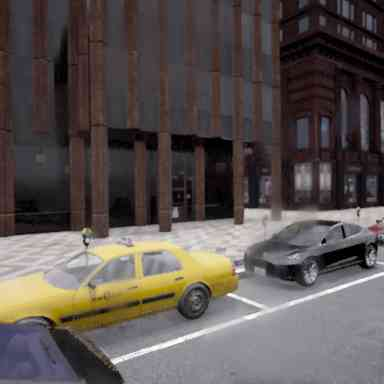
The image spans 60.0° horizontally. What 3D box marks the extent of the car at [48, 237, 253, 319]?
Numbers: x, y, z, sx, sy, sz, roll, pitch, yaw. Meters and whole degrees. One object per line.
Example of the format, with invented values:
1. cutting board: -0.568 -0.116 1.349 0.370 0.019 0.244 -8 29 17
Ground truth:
1. car: -1.369 1.496 5.673 4.829 1.417 1.752 -1 1 -35

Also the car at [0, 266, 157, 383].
1. car: -2.369 1.579 1.688 4.181 1.385 1.994 -1 1 -35

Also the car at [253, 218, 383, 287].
1. car: 3.359 1.454 9.043 4.313 1.339 1.947 -1 0 -35
